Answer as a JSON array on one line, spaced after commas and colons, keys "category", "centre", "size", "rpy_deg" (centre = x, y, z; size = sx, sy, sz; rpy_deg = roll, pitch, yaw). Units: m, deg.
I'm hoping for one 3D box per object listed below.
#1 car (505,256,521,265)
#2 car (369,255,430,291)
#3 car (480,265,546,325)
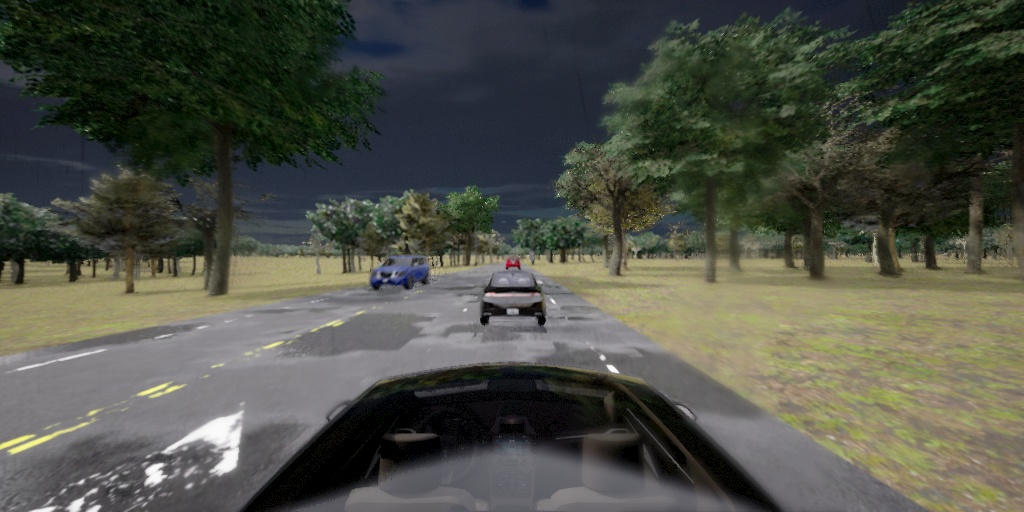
[{"category": "car", "centre": [0.172, 1.044, 54.098], "size": [2.150, 2.045, 5.566], "rpy_deg": [0, 0, 0]}, {"category": "car", "centre": [-6.737, 0.980, 22.247], "size": [2.150, 2.045, 5.566], "rpy_deg": [0, 0, 3]}, {"category": "car", "centre": [0.028, 1.232, 11.748], "size": [2.128, 1.511, 4.902], "rpy_deg": [0, 0, 0]}]
